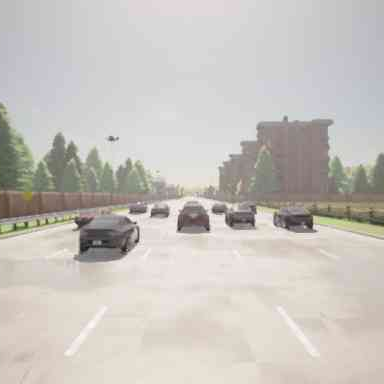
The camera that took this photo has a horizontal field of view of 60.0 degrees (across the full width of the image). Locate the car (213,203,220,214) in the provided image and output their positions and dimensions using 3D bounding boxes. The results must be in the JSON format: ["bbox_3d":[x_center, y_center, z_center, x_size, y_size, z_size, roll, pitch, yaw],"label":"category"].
[{"bbox_3d":[3.591,2.072,43.605,1.994,1.385,4.181,0,-1,0],"label":"car"}]

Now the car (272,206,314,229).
[{"bbox_3d":[7.095,1.784,23.688,1.837,1.490,4.892,0,0,0],"label":"car"}]

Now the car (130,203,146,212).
[{"bbox_3d":[-6.911,2.071,43.647,1.994,1.385,4.181,0,-1,0],"label":"car"}]

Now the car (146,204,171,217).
[{"bbox_3d":[-3.409,1.970,36.308,2.033,1.411,5.357,0,-1,0],"label":"car"}]

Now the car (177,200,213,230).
[{"bbox_3d":[0.095,1.622,23.208,2.097,1.767,4.553,0,-1,0],"label":"car"}]

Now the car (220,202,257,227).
[{"bbox_3d":[3.594,1.789,25.434,2.128,1.511,4.902,0,-1,0],"label":"car"}]

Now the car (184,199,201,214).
[{"bbox_3d":[0.090,1.842,42.167,2.097,1.767,4.553,0,-1,0],"label":"car"}]

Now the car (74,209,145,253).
[{"bbox_3d":[-3.410,1.693,14.297,1.812,1.442,4.674,0,-1,0],"label":"car"}]

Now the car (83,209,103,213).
[{"bbox_3d":[-6.905,1.884,24.375,1.895,1.301,4.718,0,-1,0],"label":"car"}]
